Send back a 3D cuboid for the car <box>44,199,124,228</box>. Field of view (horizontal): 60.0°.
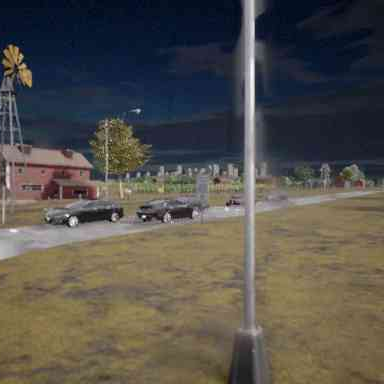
[{"bbox_3d":[-6.322,1.189,19.961,1.837,1.490,4.892,1,2,37],"label":"car"}]

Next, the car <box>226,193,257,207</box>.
[{"bbox_3d":[5.361,0.849,35.984,1.994,1.385,4.181,1,2,36],"label":"car"}]

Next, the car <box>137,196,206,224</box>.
[{"bbox_3d":[-1.414,1.161,21.701,1.837,1.490,4.892,1,2,36],"label":"car"}]

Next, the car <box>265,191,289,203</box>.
[{"bbox_3d":[11.370,0.564,44.195,2.128,1.511,4.902,1,2,36],"label":"car"}]

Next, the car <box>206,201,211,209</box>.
[{"bbox_3d":[-0.501,1.036,27.921,2.033,1.411,5.357,1,2,36],"label":"car"}]
